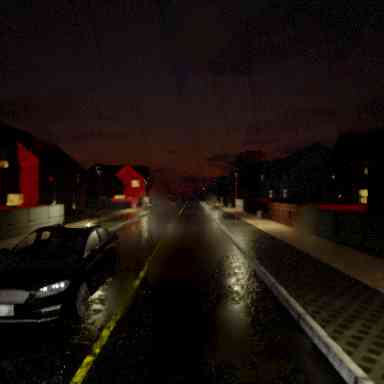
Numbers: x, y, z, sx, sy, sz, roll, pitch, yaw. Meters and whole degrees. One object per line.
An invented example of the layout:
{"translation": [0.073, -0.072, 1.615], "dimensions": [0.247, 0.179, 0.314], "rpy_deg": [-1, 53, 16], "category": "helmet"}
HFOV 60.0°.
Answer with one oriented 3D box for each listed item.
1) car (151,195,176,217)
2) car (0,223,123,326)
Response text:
{"translation": [-2.763, 1.341, 33.281], "dimensions": [2.150, 2.045, 5.566], "rpy_deg": [0, 0, 0], "category": "car"}
{"translation": [-2.839, 1.510, 7.427], "dimensions": [2.128, 1.511, 4.902], "rpy_deg": [0, 0, 0], "category": "car"}
